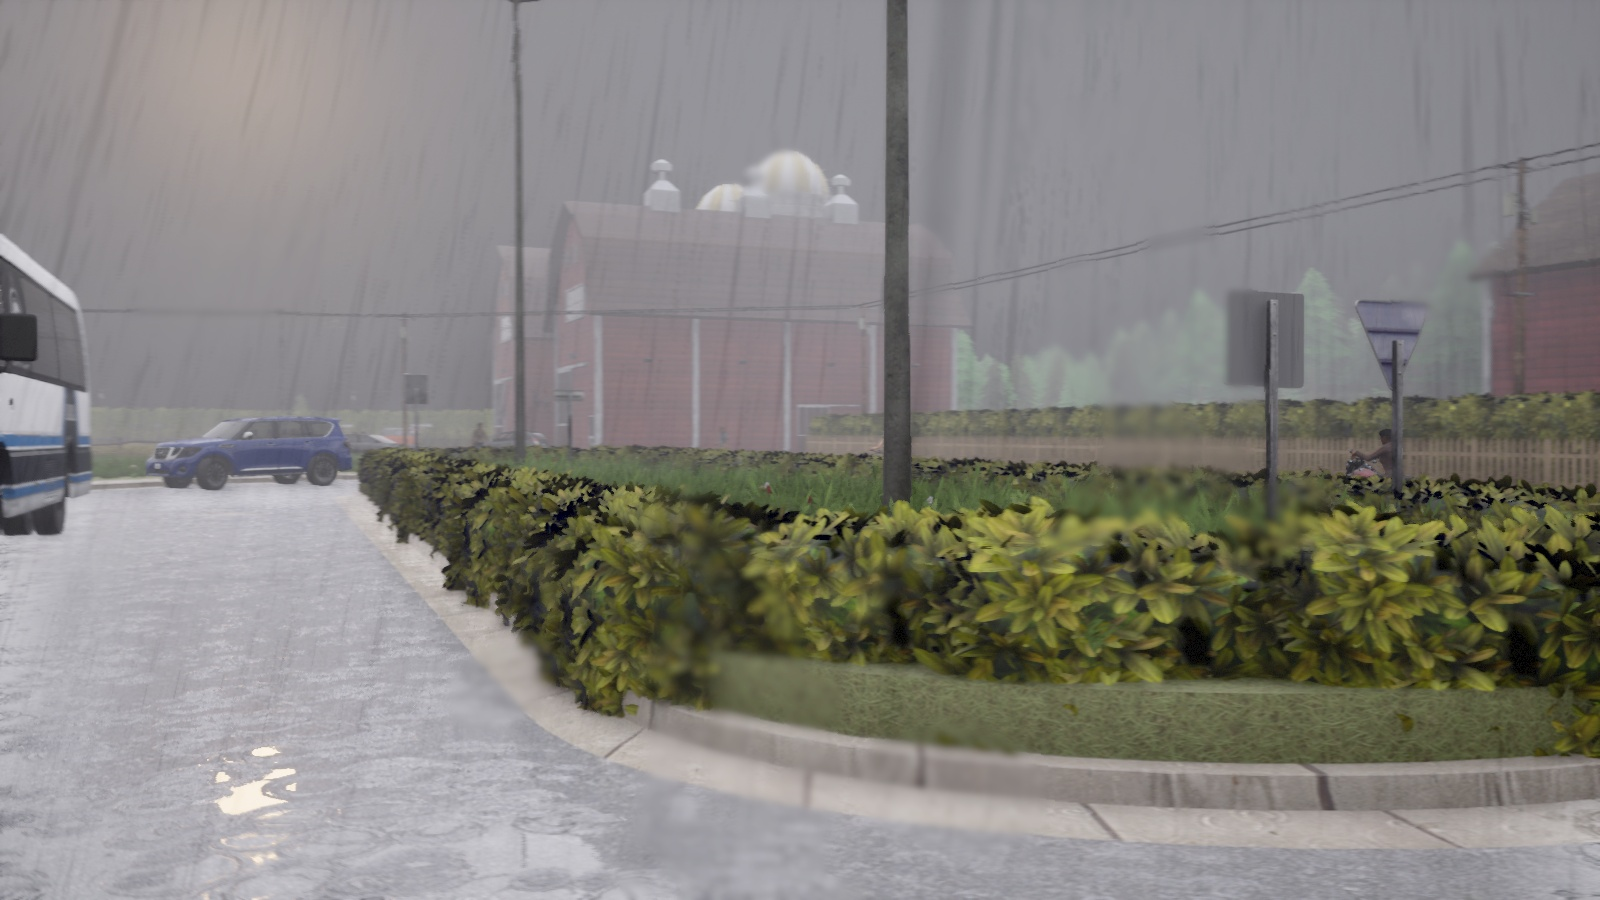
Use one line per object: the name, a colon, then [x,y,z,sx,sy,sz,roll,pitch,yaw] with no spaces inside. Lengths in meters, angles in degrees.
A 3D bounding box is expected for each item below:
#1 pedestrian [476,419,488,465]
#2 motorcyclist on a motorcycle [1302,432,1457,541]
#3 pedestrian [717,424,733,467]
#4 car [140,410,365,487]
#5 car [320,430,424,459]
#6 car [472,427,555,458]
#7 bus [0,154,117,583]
pedestrian: [-12.550,-0.318,49.579,0.328,1.805,0.869,0,1,-24]
motorcyclist on a motorcycle: [9.259,0.533,20.187,0.766,1.649,2.350,0,1,-22]
pedestrian: [-3.228,-0.200,53.996,0.694,1.848,0.540,0,1,-4]
car: [-15.562,-0.073,36.022,2.150,2.045,5.566,1,1,37]
car: [-22.735,-0.310,66.778,4.792,1.488,2.163,0,1,5]
car: [-15.649,-0.422,68.631,3.988,1.617,1.851,0,1,13]
bus: [-11.713,-0.858,16.410,3.944,4.253,10.273,0,1,-23]
